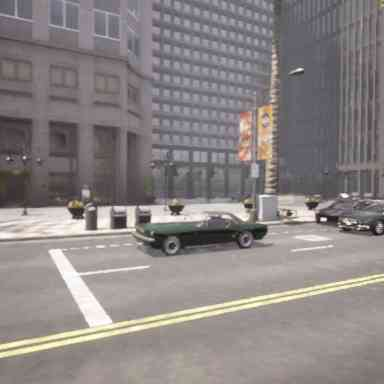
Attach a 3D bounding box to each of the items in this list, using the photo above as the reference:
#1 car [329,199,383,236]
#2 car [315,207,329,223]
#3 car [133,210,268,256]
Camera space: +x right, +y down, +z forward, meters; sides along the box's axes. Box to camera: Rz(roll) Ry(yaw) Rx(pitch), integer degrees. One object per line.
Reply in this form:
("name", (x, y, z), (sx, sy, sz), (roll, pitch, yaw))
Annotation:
("car", (9.537, 1.243, 16.773), (4.892, 1.490, 1.837), (0, 1, -27))
("car", (9.720, 1.180, 20.356), (4.786, 1.482, 2.161), (0, 1, -28))
("car", (0.331, 1.352, 11.969), (4.718, 1.301, 1.895), (0, 1, -28))
